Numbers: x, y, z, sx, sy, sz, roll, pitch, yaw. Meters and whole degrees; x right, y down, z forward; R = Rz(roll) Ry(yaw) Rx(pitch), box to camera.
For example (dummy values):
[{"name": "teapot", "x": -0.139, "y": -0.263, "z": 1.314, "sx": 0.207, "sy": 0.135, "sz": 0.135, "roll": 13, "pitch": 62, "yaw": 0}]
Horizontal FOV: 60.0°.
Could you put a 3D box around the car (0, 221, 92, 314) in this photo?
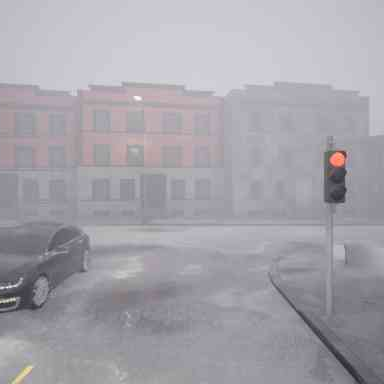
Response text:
[{"name": "car", "x": -3.798, "y": 1.505, "z": 7.854, "sx": 1.837, "sy": 1.490, "sz": 4.892, "roll": 2, "pitch": 0, "yaw": -1}]
